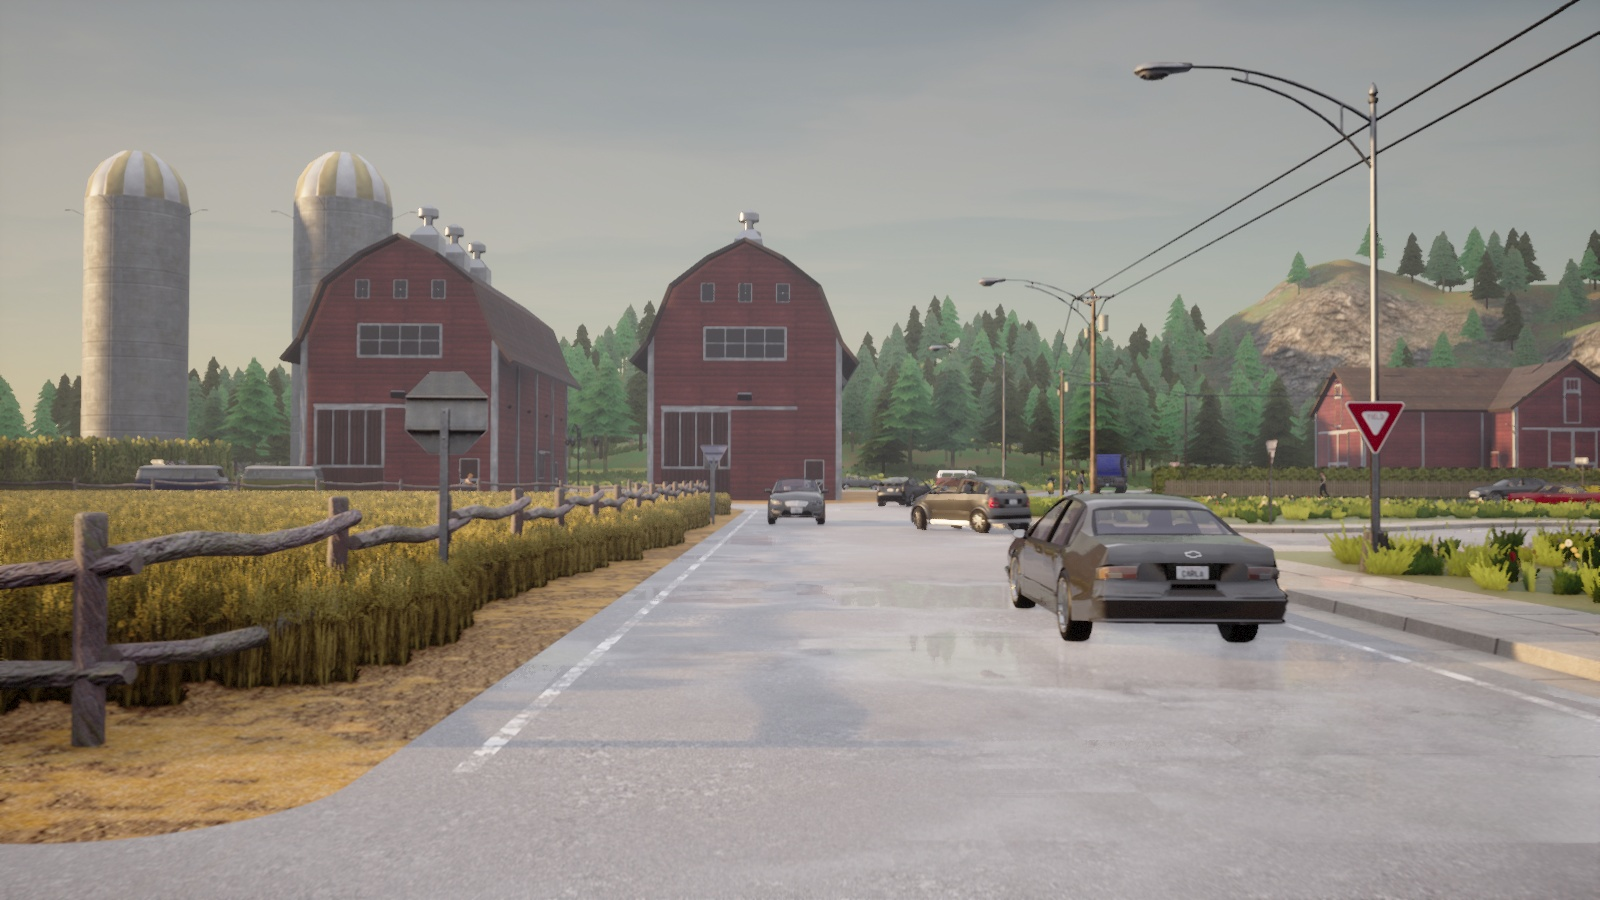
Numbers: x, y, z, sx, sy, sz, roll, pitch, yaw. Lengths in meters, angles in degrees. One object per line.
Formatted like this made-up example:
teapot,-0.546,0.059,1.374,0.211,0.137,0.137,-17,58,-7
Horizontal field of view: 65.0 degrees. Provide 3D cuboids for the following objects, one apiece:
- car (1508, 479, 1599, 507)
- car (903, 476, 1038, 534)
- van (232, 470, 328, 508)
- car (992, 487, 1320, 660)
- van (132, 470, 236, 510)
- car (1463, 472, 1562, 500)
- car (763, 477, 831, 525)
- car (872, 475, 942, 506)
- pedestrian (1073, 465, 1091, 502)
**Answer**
car,36.496,2.014,59.599,1.895,1.301,4.718,0,-1,-32
car,4.835,1.528,36.008,1.789,1.549,3.705,0,-1,-35
van,-27.968,2.093,67.652,4.442,1.987,1.775,0,-1,-3
car,3.441,1.133,13.384,2.033,1.411,5.357,0,-1,1
van,-31.284,2.027,63.880,4.442,1.987,1.775,0,-1,-9
car,43.384,2.167,76.502,4.856,1.649,2.033,0,-1,0
car,-0.105,1.645,41.710,2.128,1.511,4.902,0,-1,0
car,5.552,2.064,64.701,2.007,1.525,4.514,-1,-1,28
pedestrian,14.923,1.757,66.492,0.788,1.949,0.423,0,-1,-8
